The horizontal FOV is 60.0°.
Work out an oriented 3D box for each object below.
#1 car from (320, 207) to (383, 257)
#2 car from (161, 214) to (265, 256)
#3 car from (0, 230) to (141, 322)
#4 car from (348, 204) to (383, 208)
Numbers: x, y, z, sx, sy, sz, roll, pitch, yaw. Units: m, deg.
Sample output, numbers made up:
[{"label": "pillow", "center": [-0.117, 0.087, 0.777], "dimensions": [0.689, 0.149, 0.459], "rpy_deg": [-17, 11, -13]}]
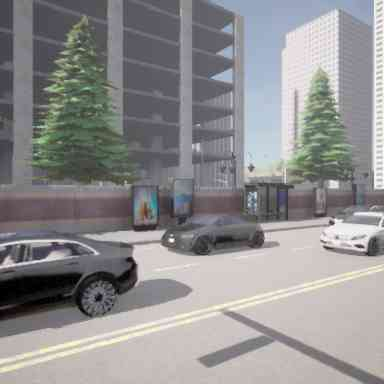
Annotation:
[{"label": "car", "center": [7.014, 1.524, 13.056], "dimensions": [4.674, 1.442, 1.812], "rpy_deg": [0, 0, -35]}, {"label": "car", "center": [0.903, 1.563, 13.107], "dimensions": [4.181, 1.385, 1.994], "rpy_deg": [0, 0, -35]}, {"label": "car", "center": [-3.332, 1.491, 5.911], "dimensions": [4.902, 1.511, 2.128], "rpy_deg": [0, 0, -35]}, {"label": "car", "center": [9.954, 1.489, 19.342], "dimensions": [4.902, 1.511, 2.128], "rpy_deg": [0, 0, -35]}]
